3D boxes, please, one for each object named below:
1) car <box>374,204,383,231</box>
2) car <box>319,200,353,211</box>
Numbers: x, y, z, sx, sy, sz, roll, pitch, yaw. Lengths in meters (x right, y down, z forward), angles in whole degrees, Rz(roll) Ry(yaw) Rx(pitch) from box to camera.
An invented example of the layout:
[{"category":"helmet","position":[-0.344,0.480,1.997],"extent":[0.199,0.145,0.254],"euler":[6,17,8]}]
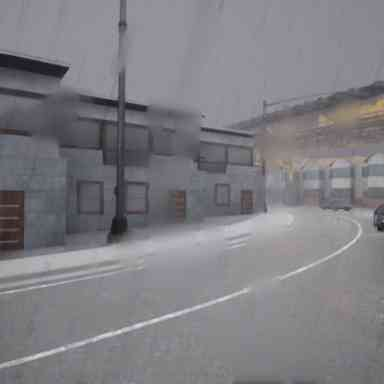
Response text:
[{"category":"car","position":[11.517,1.413,19.016],"extent":[2.033,1.411,5.357],"euler":[0,0,25]},{"category":"car","position":[18.562,1.745,43.049],"extent":[2.033,1.411,5.357],"euler":[1,-1,-7]}]
